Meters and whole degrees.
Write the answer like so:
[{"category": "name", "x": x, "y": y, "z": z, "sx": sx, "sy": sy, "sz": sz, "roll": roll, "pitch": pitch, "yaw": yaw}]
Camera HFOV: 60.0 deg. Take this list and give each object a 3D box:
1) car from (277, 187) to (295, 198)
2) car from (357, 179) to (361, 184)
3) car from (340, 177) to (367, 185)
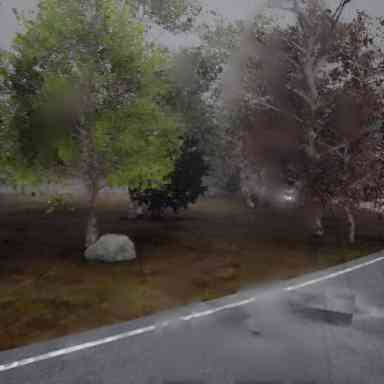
[{"category": "car", "x": 14.273, "y": 0.056, "z": 51.487, "sx": 1.994, "sy": 1.385, "sz": 4.181, "roll": -3, "pitch": 2, "yaw": 3}, {"category": "car", "x": 35.942, "y": -2.161, "z": 69.668, "sx": 4.718, "sy": 1.301, "sz": 1.895, "roll": -3, "pitch": 2, "yaw": 1}, {"category": "car", "x": 35.303, "y": -2.379, "z": 72.909, "sx": 5.008, "sy": 1.535, "sz": 1.882, "roll": -3, "pitch": 2, "yaw": -3}]
